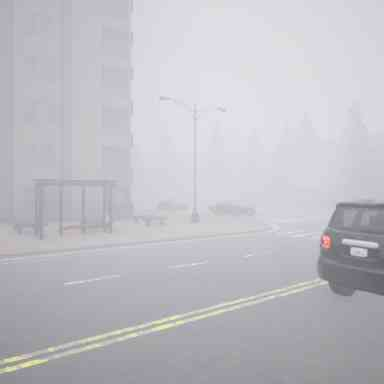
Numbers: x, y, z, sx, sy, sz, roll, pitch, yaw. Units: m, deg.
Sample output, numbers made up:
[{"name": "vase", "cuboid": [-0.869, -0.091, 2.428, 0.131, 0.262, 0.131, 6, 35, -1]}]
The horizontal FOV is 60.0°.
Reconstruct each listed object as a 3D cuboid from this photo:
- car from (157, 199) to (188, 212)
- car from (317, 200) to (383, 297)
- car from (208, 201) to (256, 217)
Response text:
[{"name": "car", "cuboid": [-2.300, 1.508, 38.827, 1.994, 1.385, 4.181, 0, 0, -40]}, {"name": "car", "cuboid": [5.109, 1.212, 7.392, 5.566, 2.045, 2.150, 2, -1, -35]}, {"name": "car", "cuboid": [3.673, 1.545, 30.884, 1.895, 1.301, 4.718, 0, 0, -36]}]
